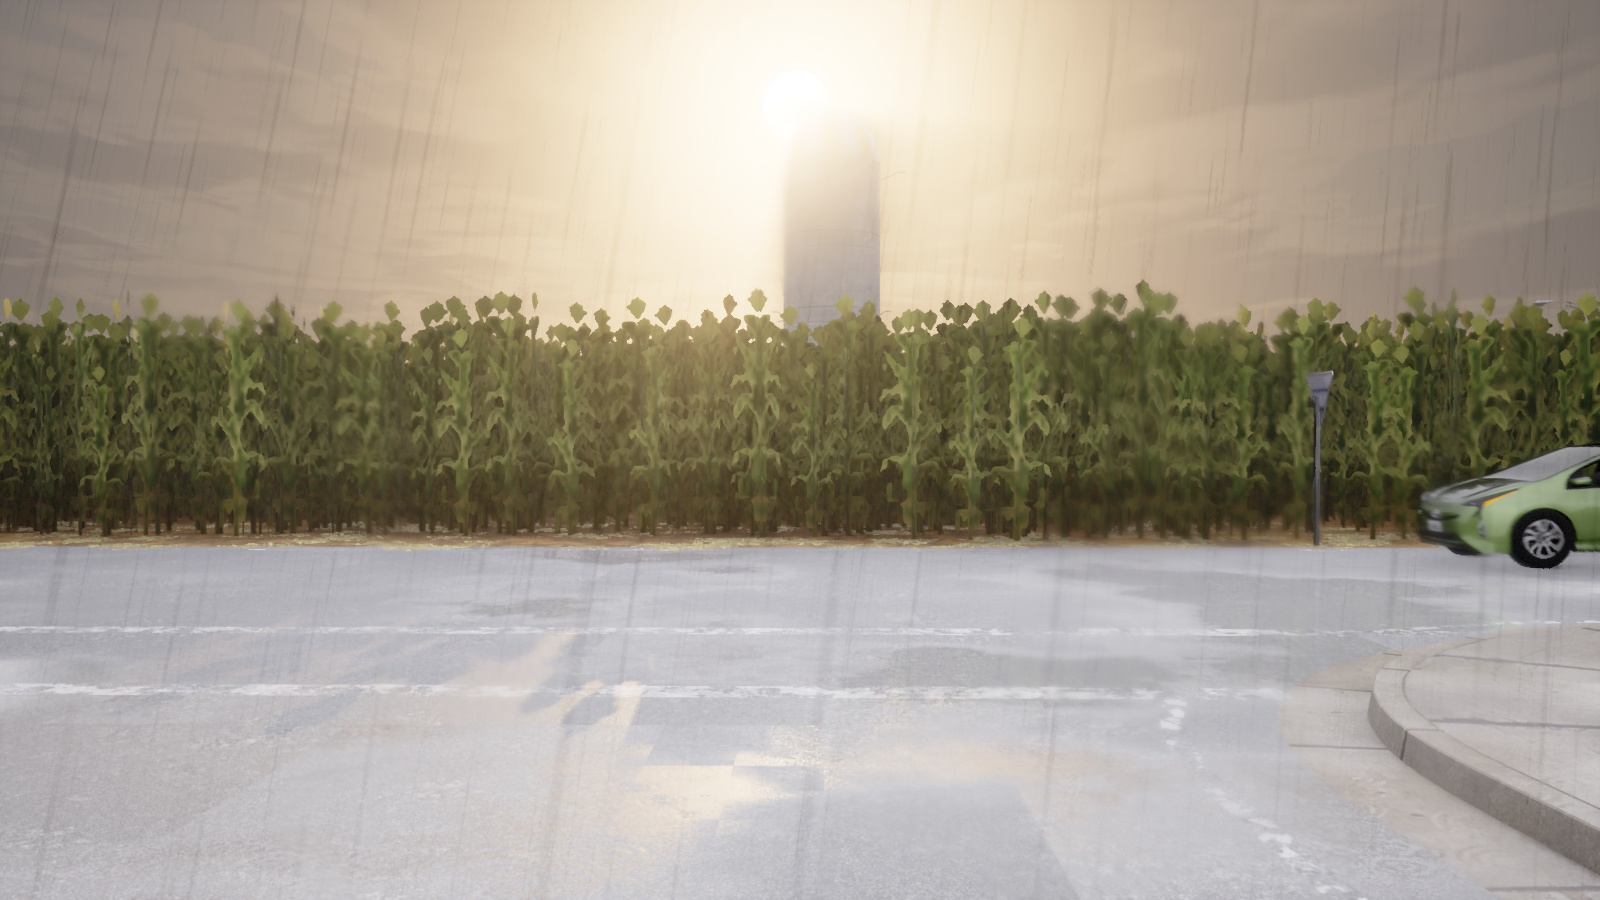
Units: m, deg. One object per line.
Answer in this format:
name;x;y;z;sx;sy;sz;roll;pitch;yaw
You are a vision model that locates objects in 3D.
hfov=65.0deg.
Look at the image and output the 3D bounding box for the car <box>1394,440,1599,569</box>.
car;10.224;0.639;15.837;4.514;1.525;2.007;0;0;1
